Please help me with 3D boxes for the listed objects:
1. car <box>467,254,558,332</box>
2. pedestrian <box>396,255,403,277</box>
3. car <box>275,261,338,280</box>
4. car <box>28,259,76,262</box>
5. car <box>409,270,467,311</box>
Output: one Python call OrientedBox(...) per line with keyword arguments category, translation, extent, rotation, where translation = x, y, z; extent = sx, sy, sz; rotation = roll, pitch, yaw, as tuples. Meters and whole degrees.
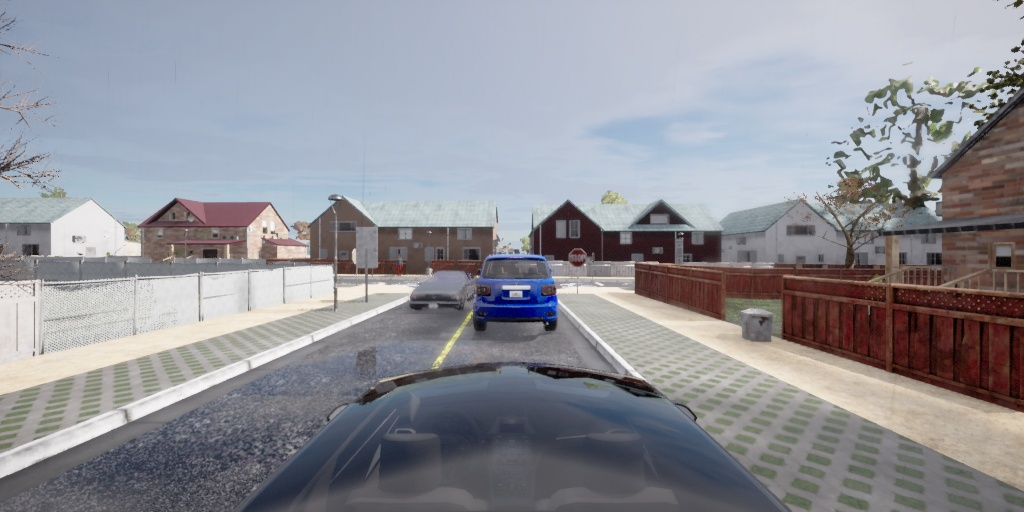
OrientedBox(category="car", translation=(0.080, 0.971, 10.971), extent=(2.150, 2.045, 5.566), rotation=(0, 0, 0))
OrientedBox(category="pedestrian", translation=(-9.425, 0.803, 29.950), extent=(0.375, 1.860, 0.375), rotation=(0, 0, 1))
OrientedBox(category="car", translation=(-14.372, 1.111, 24.185), extent=(4.902, 1.511, 2.128), rotation=(1, 0, 1))
OrientedBox(category="car", translation=(-31.177, 0.940, 24.523), extent=(4.902, 1.511, 2.128), rotation=(0, 0, 1))
OrientedBox(category="car", translation=(-2.473, 1.297, 14.673), extent=(2.033, 1.411, 5.357), rotation=(0, 0, 4))
